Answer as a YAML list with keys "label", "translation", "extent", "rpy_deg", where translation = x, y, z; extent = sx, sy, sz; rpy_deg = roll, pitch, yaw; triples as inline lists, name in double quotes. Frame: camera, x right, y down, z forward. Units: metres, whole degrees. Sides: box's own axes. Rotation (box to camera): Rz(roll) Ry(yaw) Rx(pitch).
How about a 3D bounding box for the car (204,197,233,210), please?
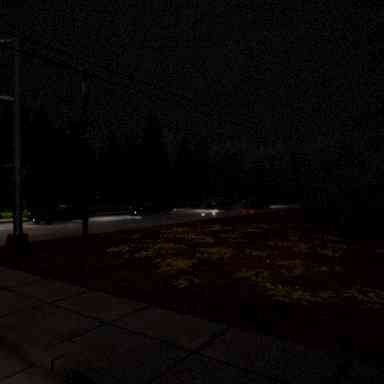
- label: "car"
  translation: [3.413, 1.373, 42.326]
  extent: [1.882, 1.535, 5.008]
  rpy_deg: [0, 1, 37]

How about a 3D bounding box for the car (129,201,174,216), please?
- label: "car"
  translation: [-3.915, 1.560, 32.460]
  extent: [1.895, 1.301, 4.718]
  rpy_deg: [0, 0, 37]

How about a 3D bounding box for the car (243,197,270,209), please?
- label: "car"
  translation: [8.357, 1.361, 42.818]
  extent: [2.128, 1.511, 4.902]
  rpy_deg: [0, 0, 37]

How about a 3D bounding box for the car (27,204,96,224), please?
- label: "car"
  translation: [-9.623, 1.609, 24.755]
  extent: [1.895, 1.301, 4.718]
  rpy_deg: [0, 0, 37]
